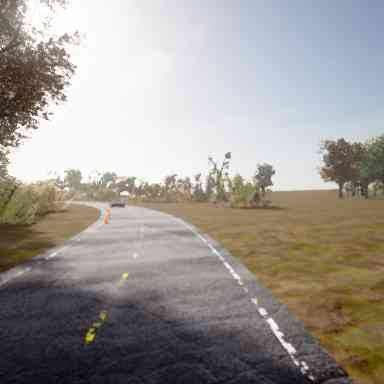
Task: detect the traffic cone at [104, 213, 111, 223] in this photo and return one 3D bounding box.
[{"bbox_3d":[-6.535,2.056,25.186,0.340,0.580,0.340,0,0,-10],"label":"traffic cone"}]

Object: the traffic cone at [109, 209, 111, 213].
[{"bbox_3d":[-7.491,2.076,30.001,0.340,0.580,0.340,0,0,-12],"label":"traffic cone"}]

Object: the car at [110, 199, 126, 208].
[{"bbox_3d":[-11.616,1.782,51.782,1.994,1.385,4.181,0,0,-21],"label":"car"}]
